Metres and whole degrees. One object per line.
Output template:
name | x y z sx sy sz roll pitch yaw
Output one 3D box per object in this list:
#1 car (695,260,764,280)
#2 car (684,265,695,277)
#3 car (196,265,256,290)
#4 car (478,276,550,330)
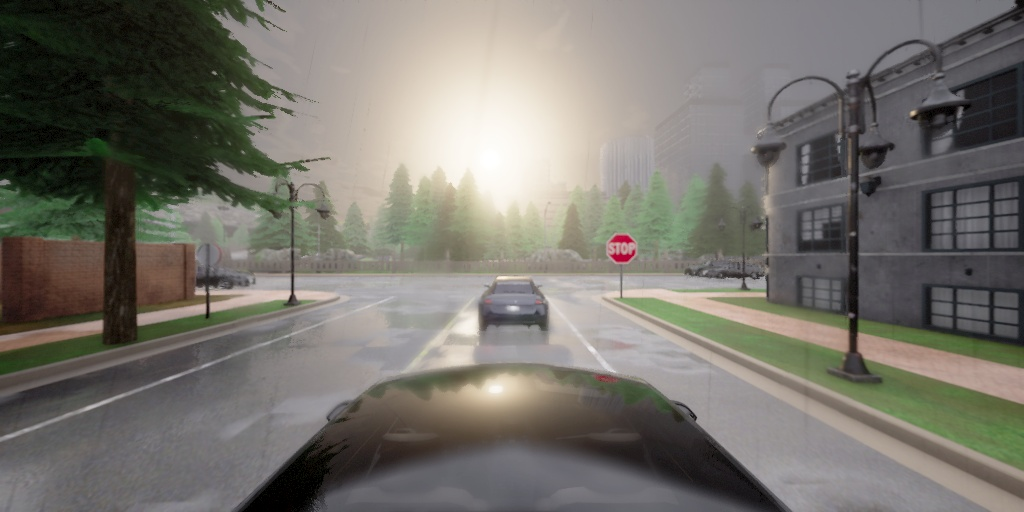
car | 18.966 1.294 30.890 4.902 1.511 2.128 0 0 -2
car | 19.060 1.157 34.396 4.553 1.767 2.097 0 0 -2
car | -18.538 1.297 22.092 4.902 1.511 2.128 0 0 -2
car | 0.048 1.320 11.216 1.994 1.385 4.181 0 0 0
